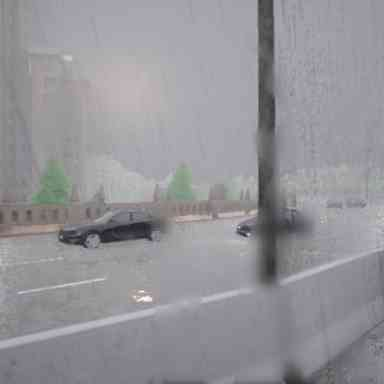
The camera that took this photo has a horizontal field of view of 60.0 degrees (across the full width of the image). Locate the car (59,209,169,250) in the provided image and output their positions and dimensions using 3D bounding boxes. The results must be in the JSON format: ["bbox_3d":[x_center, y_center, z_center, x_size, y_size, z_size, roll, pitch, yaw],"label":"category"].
[{"bbox_3d":[-3.340,1.539,14.965,5.008,1.535,1.882,0,0,-41],"label":"car"}]

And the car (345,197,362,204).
[{"bbox_3d":[33.426,1.753,68.990,1.812,1.442,4.674,-1,0,9],"label":"car"}]

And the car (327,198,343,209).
[{"bbox_3d":[21.558,1.715,50.202,1.882,1.535,5.008,0,-1,21],"label":"car"}]

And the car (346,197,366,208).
[{"bbox_3d":[26.420,1.590,53.473,2.097,1.767,4.553,-1,-1,18],"label":"car"}]

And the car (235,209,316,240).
[{"bbox_3d":[4.543,1.598,17.371,5.357,1.411,2.033,0,0,-45],"label":"car"}]
